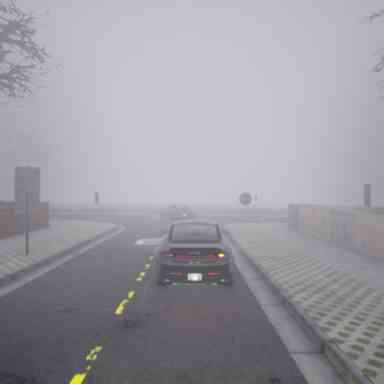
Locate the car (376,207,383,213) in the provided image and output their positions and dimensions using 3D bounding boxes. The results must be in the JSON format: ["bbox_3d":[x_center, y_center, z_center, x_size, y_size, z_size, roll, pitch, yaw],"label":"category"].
[{"bbox_3d":[15.757,1.959,29.991,4.718,1.301,1.895,1,0,-1],"label":"car"}]

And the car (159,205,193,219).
[{"bbox_3d":[-1.236,1.679,26.445,1.994,1.385,4.181,1,0,-20],"label":"car"}]

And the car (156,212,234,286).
[{"bbox_3d":[0.073,1.544,9.469,1.837,1.490,4.892,0,0,0],"label":"car"}]
